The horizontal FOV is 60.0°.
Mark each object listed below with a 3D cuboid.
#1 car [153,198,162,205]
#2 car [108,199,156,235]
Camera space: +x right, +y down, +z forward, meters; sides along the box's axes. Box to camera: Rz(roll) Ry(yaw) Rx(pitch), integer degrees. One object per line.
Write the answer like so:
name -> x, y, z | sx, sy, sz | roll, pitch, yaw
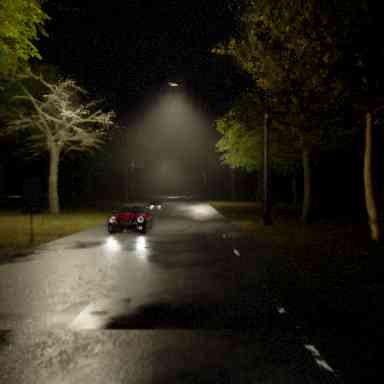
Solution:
car -> -6.659, 1.771, 62.177 | 1.994, 1.385, 4.181 | 0, 0, -4
car -> -3.619, 1.523, 20.201 | 2.097, 1.767, 4.553 | 0, 0, 0
